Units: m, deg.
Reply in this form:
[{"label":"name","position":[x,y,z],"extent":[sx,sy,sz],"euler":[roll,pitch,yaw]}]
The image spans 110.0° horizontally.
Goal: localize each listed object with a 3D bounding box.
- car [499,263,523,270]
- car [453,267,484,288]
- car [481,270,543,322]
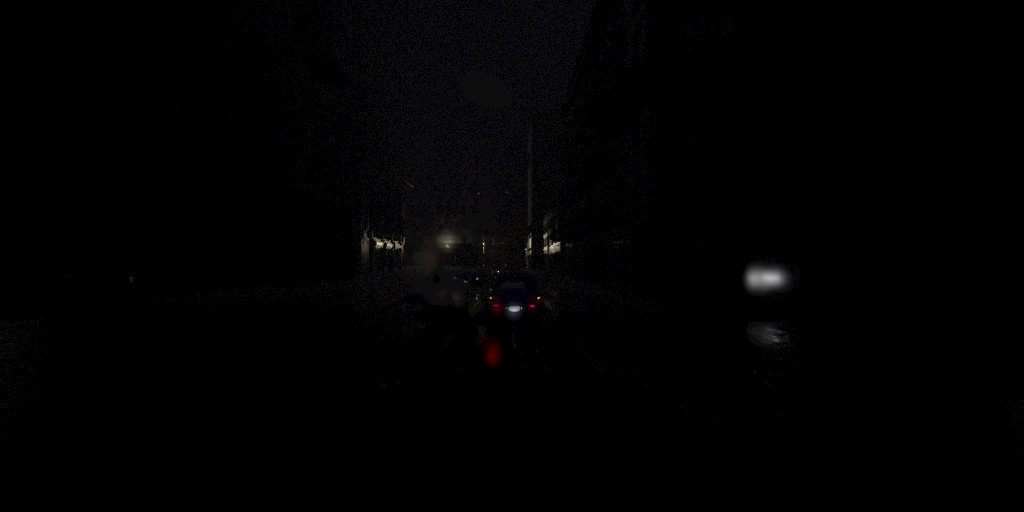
[{"label":"car","position":[0.074,1.640,35.359],"extent":[2.128,1.511,4.902],"euler":[0,-1,0]},{"label":"car","position":[-3.118,1.575,26.938],"extent":[1.812,1.442,4.674],"euler":[0,-1,0]},{"label":"car","position":[0.082,1.407,12.819],"extent":[1.812,1.442,4.674],"euler":[0,-1,0]}]
